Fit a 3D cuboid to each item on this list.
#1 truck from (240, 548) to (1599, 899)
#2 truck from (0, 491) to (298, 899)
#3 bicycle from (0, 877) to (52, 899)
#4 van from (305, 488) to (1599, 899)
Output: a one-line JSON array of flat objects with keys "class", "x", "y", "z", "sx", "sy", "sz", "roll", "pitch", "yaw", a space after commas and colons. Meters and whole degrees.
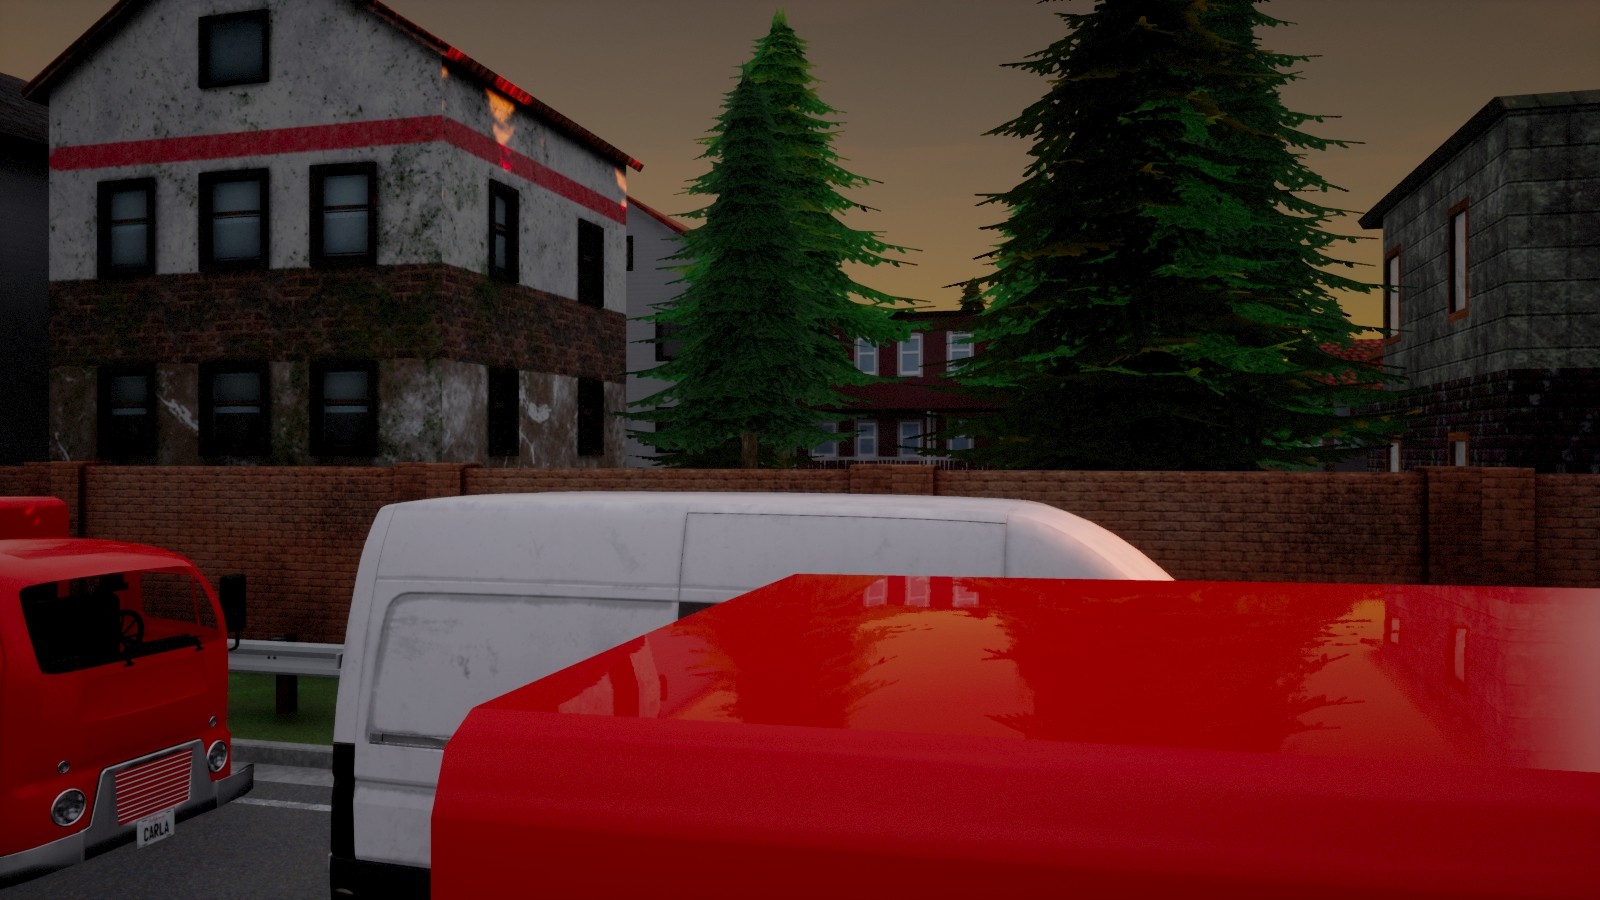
[{"class": "truck", "x": 2.192, "y": 1.568, "z": 1.959, "sx": 5.204, "sy": 2.467, "sz": 2.627, "roll": 0, "pitch": 0, "yaw": 15}, {"class": "truck", "x": -6.587, "y": 1.568, "z": 7.895, "sx": 5.204, "sy": 2.467, "sz": 2.627, "roll": 0, "pitch": 0, "yaw": 15}, {"class": "bicycle", "x": -3.101, "y": 2.056, "z": 3.494, "sx": 1.643, "sy": 1.496, "sz": 0.373, "roll": 0, "pitch": 0, "yaw": 16}, {"class": "van", "x": 0.608, "y": 1.535, "z": 6.000, "sx": 5.915, "sy": 2.561, "sz": 1.988, "roll": 0, "pitch": 0, "yaw": 15}]
